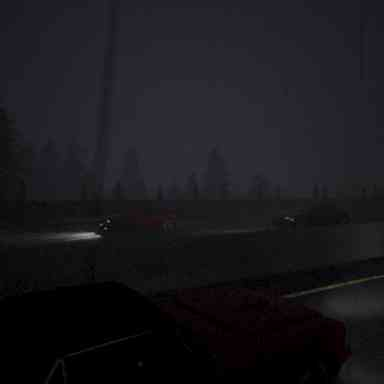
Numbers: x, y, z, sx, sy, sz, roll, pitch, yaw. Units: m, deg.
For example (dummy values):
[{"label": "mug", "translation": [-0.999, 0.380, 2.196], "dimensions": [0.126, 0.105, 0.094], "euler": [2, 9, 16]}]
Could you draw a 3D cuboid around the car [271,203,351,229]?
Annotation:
[{"label": "car", "translation": [6.962, 1.406, 19.392], "dimensions": [5.008, 1.535, 1.882], "euler": [0, 0, -24]}]

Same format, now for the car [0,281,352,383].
[{"label": "car", "translation": [-0.632, 1.587, 3.076], "dimensions": [4.718, 1.301, 1.895], "euler": [0, 0, -33]}]

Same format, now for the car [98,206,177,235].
[{"label": "car", "translation": [-2.952, 1.494, 18.200], "dimensions": [4.181, 1.385, 1.994], "euler": [0, 0, -30]}]
